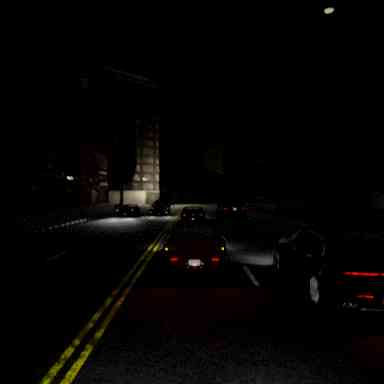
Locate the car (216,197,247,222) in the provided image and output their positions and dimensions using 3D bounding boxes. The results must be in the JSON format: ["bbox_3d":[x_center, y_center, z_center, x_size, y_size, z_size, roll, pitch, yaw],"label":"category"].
[{"bbox_3d":[3.321,1.455,28.455,2.150,2.045,5.566,0,-1,0],"label":"car"}]

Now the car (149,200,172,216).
[{"bbox_3d":[-3.375,1.662,36.098,2.097,1.767,4.553,0,-1,0],"label":"car"}]

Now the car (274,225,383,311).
[{"bbox_3d":[3.322,1.561,7.930,1.837,1.490,4.892,0,0,0],"label":"car"}]

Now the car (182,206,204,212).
[{"bbox_3d":[0.070,1.829,27.938,1.895,1.301,4.718,0,-1,0],"label":"car"}]

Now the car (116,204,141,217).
[{"bbox_3d":[-6.627,1.899,35.006,1.895,1.301,4.718,0,-1,0],"label":"car"}]

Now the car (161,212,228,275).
[{"bbox_3d":[0.078,1.599,10.600,1.812,1.442,4.674,0,0,0],"label":"car"}]
